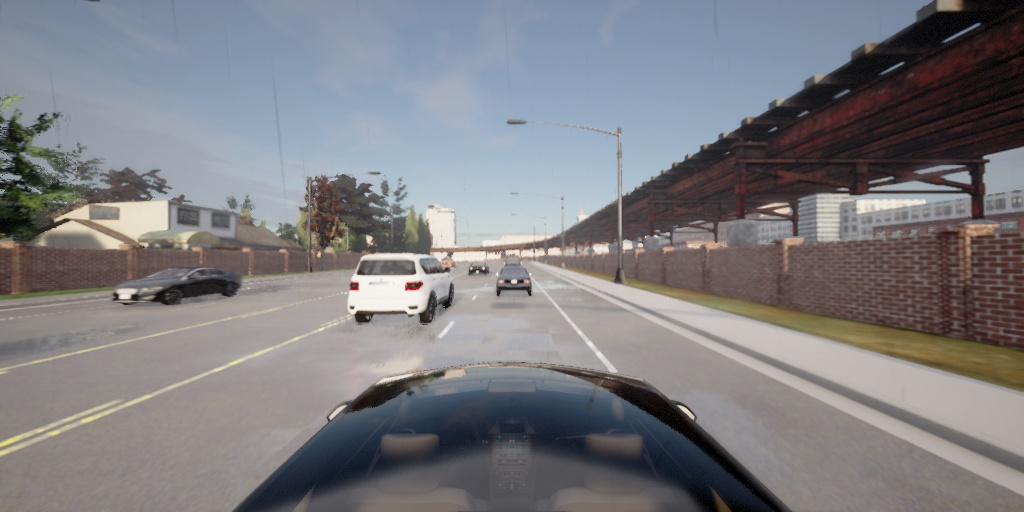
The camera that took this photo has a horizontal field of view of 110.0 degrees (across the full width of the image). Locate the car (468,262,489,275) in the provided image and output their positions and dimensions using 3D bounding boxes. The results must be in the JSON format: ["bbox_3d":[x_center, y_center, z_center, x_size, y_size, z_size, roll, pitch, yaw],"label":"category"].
[{"bbox_3d":[-3.403,1.269,37.596,1.895,1.301,4.718,0,0,0],"label":"car"}]

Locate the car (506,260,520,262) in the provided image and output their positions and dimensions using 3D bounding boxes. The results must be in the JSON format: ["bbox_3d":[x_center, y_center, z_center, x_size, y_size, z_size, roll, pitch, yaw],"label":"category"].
[{"bbox_3d":[0.097,1.144,38.548,1.882,1.535,5.008,0,0,0],"label":"car"}]

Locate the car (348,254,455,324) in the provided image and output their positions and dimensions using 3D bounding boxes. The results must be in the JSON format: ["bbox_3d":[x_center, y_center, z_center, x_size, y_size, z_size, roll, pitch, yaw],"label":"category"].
[{"bbox_3d":[-3.400,0.948,12.005,2.150,2.045,5.566,0,0,0],"label":"car"}]

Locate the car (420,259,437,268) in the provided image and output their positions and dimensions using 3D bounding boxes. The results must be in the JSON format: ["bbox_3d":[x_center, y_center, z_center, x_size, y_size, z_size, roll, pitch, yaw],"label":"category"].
[{"bbox_3d":[-14.005,1.218,60.301,1.994,1.385,4.181,0,0,0],"label":"car"}]

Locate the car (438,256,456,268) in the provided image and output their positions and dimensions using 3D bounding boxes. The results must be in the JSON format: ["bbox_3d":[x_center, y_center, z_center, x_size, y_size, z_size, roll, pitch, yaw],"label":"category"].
[{"bbox_3d":[-10.527,0.973,58.137,2.097,1.767,4.553,0,0,0],"label":"car"}]

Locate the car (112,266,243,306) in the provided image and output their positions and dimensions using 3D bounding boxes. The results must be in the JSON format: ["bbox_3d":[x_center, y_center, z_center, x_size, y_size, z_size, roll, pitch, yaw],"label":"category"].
[{"bbox_3d":[-14.101,1.209,15.516,2.128,1.511,4.902,0,0,0],"label":"car"}]

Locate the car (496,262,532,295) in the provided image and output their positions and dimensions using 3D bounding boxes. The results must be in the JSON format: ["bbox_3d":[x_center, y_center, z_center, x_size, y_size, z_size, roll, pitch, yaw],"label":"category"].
[{"bbox_3d":[0.099,1.257,19.474,2.033,1.411,5.357,0,0,0],"label":"car"}]
